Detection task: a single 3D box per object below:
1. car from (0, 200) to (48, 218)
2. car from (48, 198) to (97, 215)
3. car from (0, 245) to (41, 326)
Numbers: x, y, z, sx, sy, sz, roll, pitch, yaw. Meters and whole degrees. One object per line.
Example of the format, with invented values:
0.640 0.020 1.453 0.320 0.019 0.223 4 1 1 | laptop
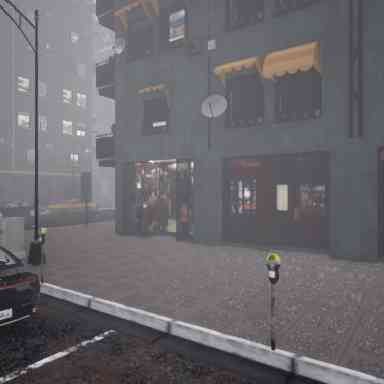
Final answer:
-14.103 1.350 26.086 2.008 1.369 4.403 1 1 35 | car
-11.019 1.250 30.514 1.752 1.417 4.829 1 1 35 | car
-4.519 1.552 6.086 4.403 1.369 2.008 0 0 35 | car
